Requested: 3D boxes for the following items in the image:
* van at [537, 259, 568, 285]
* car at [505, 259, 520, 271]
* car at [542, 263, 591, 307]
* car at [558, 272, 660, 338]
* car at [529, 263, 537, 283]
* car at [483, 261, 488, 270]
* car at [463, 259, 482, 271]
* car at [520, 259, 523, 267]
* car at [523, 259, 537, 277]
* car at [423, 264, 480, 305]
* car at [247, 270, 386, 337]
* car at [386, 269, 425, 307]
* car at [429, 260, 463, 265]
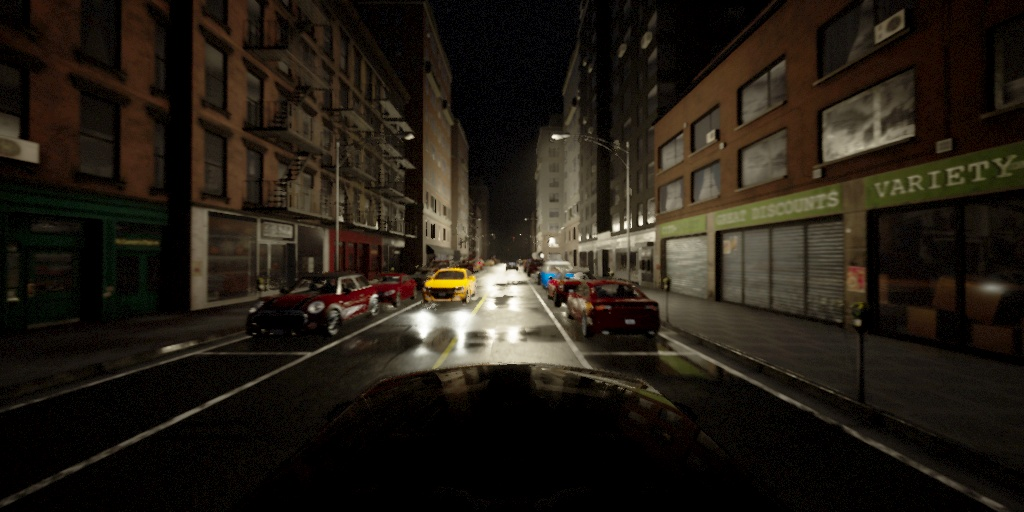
[{"bbox_3d":[2.634,1.207,21.591,1.690,1.789,3.998,0,0,0],"label":"van"},{"bbox_3d":[-0.009,1.621,55.405,1.994,1.385,4.181,0,0,0],"label":"car"},{"bbox_3d":[2.635,1.273,15.912,1.967,1.591,4.097,0,0,0],"label":"car"},{"bbox_3d":[2.636,1.345,10.233,1.888,1.381,4.507,0,0,0],"label":"car"},{"bbox_3d":[2.634,1.449,27.270,2.007,1.370,4.403,0,0,0],"label":"car"},{"bbox_3d":[-5.408,1.373,55.664,2.192,1.841,5.009,0,0,0],"label":"car"},{"bbox_3d":[-5.405,1.310,44.307,2.192,1.841,5.009,0,0,0],"label":"car"},{"bbox_3d":[2.631,1.342,49.985,2.192,1.841,5.009,0,0,0],"label":"car"},{"bbox_3d":[2.632,1.278,38.627,2.192,1.841,5.009,0,0,0],"label":"car"},{"bbox_3d":[-2.811,1.317,16.987,1.882,1.535,5.008,0,-1,0],"label":"car"},{"bbox_3d":[-5.395,1.240,10.238,1.967,1.591,4.097,0,0,0],"label":"car"},{"bbox_3d":[-5.397,1.415,15.916,1.802,1.307,4.207,0,0,0],"label":"car"},{"bbox_3d":[-5.400,1.213,27.272,2.192,1.841,5.009,0,0,0],"label":"car"}]
